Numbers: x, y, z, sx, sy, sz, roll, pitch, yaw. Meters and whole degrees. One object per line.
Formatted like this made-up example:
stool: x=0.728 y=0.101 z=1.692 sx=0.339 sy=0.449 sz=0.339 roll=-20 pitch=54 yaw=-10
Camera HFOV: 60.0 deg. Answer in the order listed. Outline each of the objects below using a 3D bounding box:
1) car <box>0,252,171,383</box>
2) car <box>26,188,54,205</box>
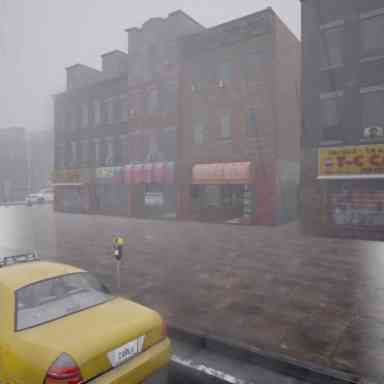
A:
car: x=-2.518 y=1.525 z=4.608 sx=4.829 sy=1.417 sz=1.752 roll=0 pitch=0 yaw=36
car: x=-19.164 y=0.548 z=44.525 sx=2.150 sy=2.045 sz=5.566 roll=0 pitch=2 yaw=35
